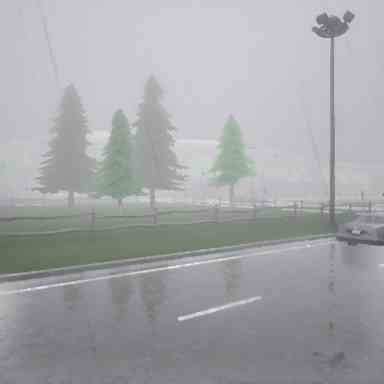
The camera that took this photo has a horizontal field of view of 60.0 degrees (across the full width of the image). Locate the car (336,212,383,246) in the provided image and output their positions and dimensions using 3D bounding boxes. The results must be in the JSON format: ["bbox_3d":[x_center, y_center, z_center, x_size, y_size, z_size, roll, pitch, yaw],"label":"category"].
[{"bbox_3d":[8.269,1.560,14.066,5.357,1.411,2.033,0,0,-35],"label":"car"}]

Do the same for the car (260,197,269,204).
[{"bbox_3d":[12.770,1.599,65.798,2.033,1.411,5.357,0,0,-35],"label":"car"}]

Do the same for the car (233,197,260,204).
[{"bbox_3d":[9.906,1.599,63.786,2.033,1.411,5.357,0,0,-35],"label":"car"}]
